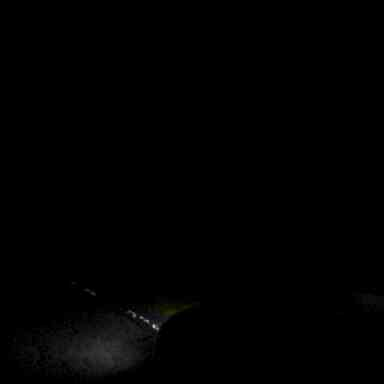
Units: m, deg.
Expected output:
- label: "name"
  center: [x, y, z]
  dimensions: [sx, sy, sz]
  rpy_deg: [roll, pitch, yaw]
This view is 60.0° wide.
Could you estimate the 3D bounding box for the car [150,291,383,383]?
- label: "car"
  center: [1.460, 1.691, 3.046]
  dimensions: [1.812, 1.442, 4.674]
  rpy_deg: [3, -3, -40]
